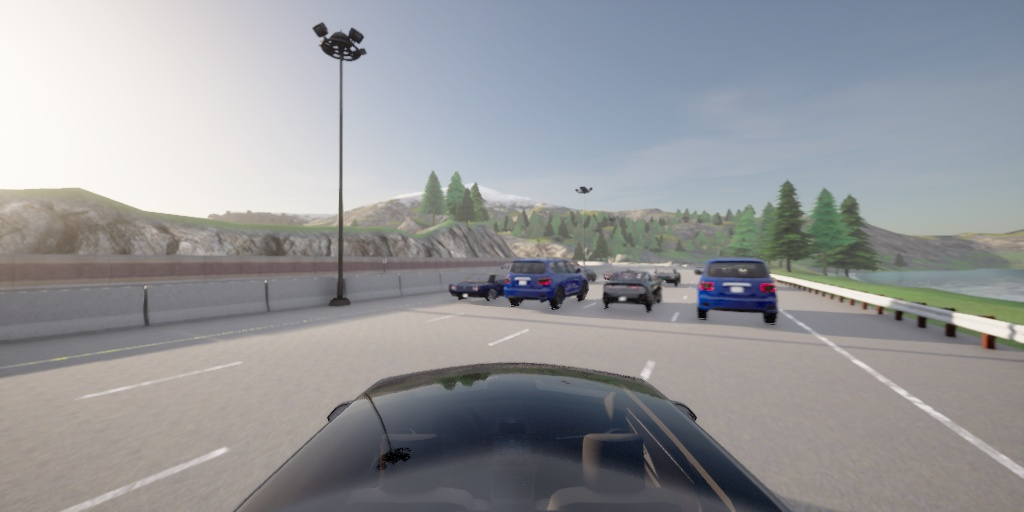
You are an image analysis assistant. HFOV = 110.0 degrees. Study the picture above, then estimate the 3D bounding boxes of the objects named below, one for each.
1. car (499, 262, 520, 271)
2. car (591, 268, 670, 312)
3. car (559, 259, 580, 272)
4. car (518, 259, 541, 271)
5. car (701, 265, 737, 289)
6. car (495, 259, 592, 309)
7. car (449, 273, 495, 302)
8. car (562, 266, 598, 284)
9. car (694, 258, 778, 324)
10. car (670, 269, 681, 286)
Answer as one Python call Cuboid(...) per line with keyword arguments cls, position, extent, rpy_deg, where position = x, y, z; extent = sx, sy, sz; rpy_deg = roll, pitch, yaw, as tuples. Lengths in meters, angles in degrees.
Cuboid(cls="car", position=(-0.384, 1.912, 64.788), extent=(1.882, 1.535, 5.008), rpy_deg=(0, -1, 26))
Cuboid(cls="car", position=(5.218, 1.384, 15.299), extent=(2.128, 1.511, 4.902), rpy_deg=(0, -1, 29))
Cuboid(cls="car", position=(10.064, 1.615, 62.396), extent=(2.150, 2.045, 5.566), rpy_deg=(0, 0, 25))
Cuboid(cls="car", position=(3.280, 1.647, 64.338), extent=(2.150, 2.045, 5.566), rpy_deg=(0, -1, 25))
Cuboid(cls="car", position=(15.400, 1.498, 26.862), extent=(2.128, 1.511, 4.902), rpy_deg=(0, -1, 29))
Cuboid(cls="car", position=(1.695, 1.130, 16.156), extent=(2.150, 2.045, 5.566), rpy_deg=(0, 0, 29))
Cuboid(cls="car", position=(-1.071, 1.533, 18.387), extent=(1.895, 1.301, 4.718), rpy_deg=(0, -1, 29))
Cuboid(cls="car", position=(6.069, 1.633, 31.681), extent=(1.994, 1.385, 4.181), rpy_deg=(0, -1, 29))
Cuboid(cls="car", position=(7.862, 1.087, 12.845), extent=(2.150, 2.045, 5.566), rpy_deg=(0, 0, 29))
Cuboid(cls="car", position=(12.193, 1.626, 28.291), extent=(1.895, 1.301, 4.718), rpy_deg=(0, -1, 29))
